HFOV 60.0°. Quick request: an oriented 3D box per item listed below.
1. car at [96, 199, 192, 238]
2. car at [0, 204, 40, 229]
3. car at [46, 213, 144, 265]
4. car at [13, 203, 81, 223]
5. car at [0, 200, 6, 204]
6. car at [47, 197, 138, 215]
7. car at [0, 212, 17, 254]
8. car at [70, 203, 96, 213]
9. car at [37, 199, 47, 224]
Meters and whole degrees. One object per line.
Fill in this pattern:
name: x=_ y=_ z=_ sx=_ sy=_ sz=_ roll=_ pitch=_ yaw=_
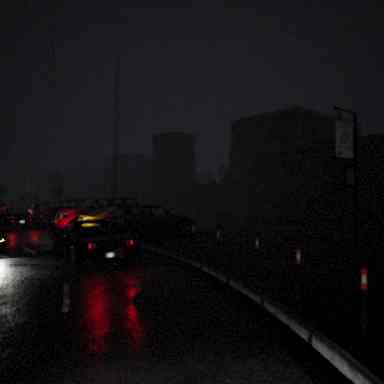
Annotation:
car: x=-2.016 y=1.410 z=16.492 sx=4.553 sy=1.767 sz=2.185 roll=0 pitch=-1 yaw=-39
car: x=-12.326 y=1.787 z=23.093 sx=1.812 sy=1.442 sz=4.674 roll=0 pitch=-1 yaw=-39
car: x=-3.708 y=1.640 z=11.967 sx=1.895 sy=1.301 sz=4.718 roll=0 pitch=0 yaw=-34
car: x=-13.264 y=1.893 z=30.665 sx=5.366 sy=1.575 sz=1.946 roll=0 pitch=-1 yaw=-39
car: x=-18.794 y=1.756 z=31.116 sx=2.150 sy=2.045 sz=5.566 roll=0 pitch=-2 yaw=-39
car: x=-5.784 y=1.370 z=21.103 sx=5.566 sy=2.045 sz=2.435 roll=0 pitch=-1 yaw=-39
car: x=-8.758 y=1.640 z=13.260 sx=2.033 sy=1.411 sz=5.357 roll=0 pitch=-1 yaw=-38
car: x=-3.916 y=1.579 z=18.857 sx=5.008 sy=1.535 sz=2.097 roll=0 pitch=-1 yaw=-39
car: x=-11.598 y=1.691 z=28.265 sx=4.553 sy=1.767 sz=2.185 roll=0 pitch=-2 yaw=-39
